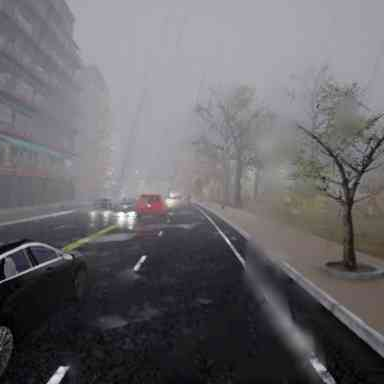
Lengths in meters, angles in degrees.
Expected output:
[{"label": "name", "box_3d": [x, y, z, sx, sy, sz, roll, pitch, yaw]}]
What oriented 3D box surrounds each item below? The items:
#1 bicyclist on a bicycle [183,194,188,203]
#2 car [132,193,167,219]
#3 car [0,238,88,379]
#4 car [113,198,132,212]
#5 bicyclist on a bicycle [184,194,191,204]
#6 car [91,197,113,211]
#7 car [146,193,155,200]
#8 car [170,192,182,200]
[{"label": "bicyclist on a bicycle", "box_3d": [-1.192, 1.265, 64.534, 0.866, 1.612, 1.509, 0, 0, -5]}, {"label": "car", "box_3d": [-3.396, 1.152, 28.477, 2.150, 2.045, 5.566, 0, 0, -1]}, {"label": "car", "box_3d": [-3.151, 1.478, 5.262, 2.128, 1.511, 4.902, 0, 0, 0]}, {"label": "car", "box_3d": [-7.145, 1.401, 37.758, 2.128, 1.511, 4.902, 0, 0, -2]}, {"label": "bicyclist on a bicycle", "box_3d": [-0.511, 1.228, 54.888, 0.659, 1.776, 1.843, 0, 0, -4]}, {"label": "car", "box_3d": [-10.457, 1.412, 39.272, 1.837, 1.490, 4.892, 0, 0, -2]}, {"label": "car", "box_3d": [-9.846, 0.966, 78.558, 1.882, 1.535, 5.008, 0, 0, -6]}, {"label": "car", "box_3d": [-3.650, 1.319, 82.024, 1.895, 1.301, 4.718, 0, 0, -6]}]
